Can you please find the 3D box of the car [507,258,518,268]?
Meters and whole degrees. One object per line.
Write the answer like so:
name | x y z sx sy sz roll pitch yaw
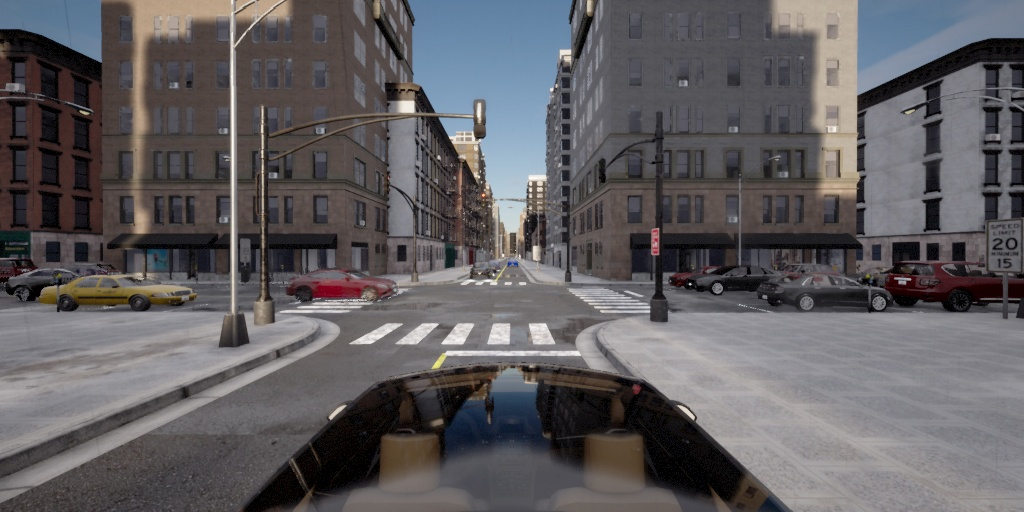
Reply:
car | 0.144 1.245 63.126 1.882 1.535 5.008 0 0 0

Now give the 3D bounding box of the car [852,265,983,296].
car | 21.401 1.255 19.073 4.892 1.490 1.837 0 0 0

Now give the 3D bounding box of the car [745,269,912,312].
car | 11.791 1.325 13.619 4.403 1.370 2.007 0 0 0

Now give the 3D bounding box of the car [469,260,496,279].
car | -2.777 1.259 33.016 1.837 1.490 4.892 0 0 0

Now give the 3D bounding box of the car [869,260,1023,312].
car | 17.200 1.090 13.601 5.009 1.841 2.192 0 0 0

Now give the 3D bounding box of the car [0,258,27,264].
car | -32.014 1.041 21.783 5.009 1.841 2.192 0 0 0

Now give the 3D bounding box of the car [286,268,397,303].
car | -7.618 1.282 16.207 4.674 1.442 1.812 0 0 0

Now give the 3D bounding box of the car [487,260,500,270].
car | -2.720 1.288 53.615 1.812 1.442 4.674 0 0 0

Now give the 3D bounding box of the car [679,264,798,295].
car | 11.919 1.253 19.100 4.892 1.490 1.837 0 0 0

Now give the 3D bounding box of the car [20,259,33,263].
car | -26.352 1.167 21.765 4.097 1.591 1.967 0 0 0

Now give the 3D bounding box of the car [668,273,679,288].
car | 11.817 1.280 21.644 4.507 1.381 1.888 0 0 0

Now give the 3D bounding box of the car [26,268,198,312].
car | -14.885 1.293 13.704 4.829 1.417 1.751 0 0 0

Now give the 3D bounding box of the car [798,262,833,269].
car | 17.226 1.176 21.627 4.097 1.591 1.967 0 0 0

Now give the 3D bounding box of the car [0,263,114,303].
car | -19.600 1.245 16.250 4.902 1.511 2.128 0 0 0

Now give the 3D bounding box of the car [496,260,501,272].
car | -2.753 1.305 42.872 2.033 1.411 5.357 0 0 0
